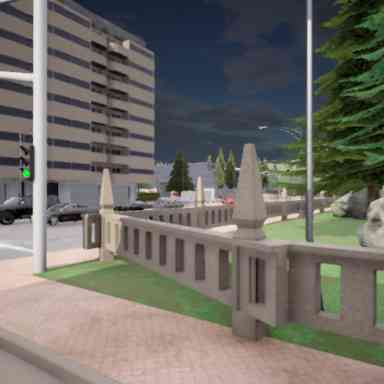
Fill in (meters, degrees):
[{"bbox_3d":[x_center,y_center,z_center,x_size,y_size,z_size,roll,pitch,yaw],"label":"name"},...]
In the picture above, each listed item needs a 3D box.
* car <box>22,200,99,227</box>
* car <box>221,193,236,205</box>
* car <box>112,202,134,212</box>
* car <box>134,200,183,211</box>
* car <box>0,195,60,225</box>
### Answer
[{"bbox_3d":[-8.845,1.518,23.411,2.128,1.511,4.902,0,0,34],"label":"car"},{"bbox_3d":[6.687,1.246,52.173,2.150,2.045,5.566,0,0,35],"label":"car"},{"bbox_3d":[-5.982,1.623,33.801,1.895,1.301,4.718,0,0,34],"label":"car"},{"bbox_3d":[-2.842,1.518,32.193,2.128,1.511,4.902,0,0,34],"label":"car"},{"bbox_3d":[-12.298,1.244,24.565,2.150,2.045,5.566,0,0,34],"label":"car"}]
